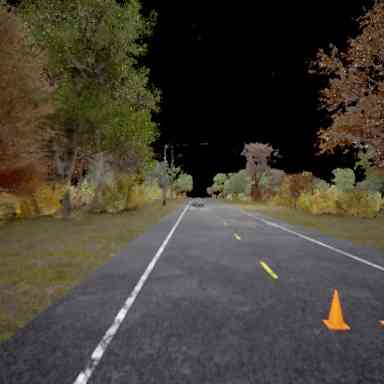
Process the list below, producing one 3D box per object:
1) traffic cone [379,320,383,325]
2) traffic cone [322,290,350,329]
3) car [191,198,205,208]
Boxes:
[{"bbox_3d":[3.471,1.996,5.706,0.340,0.580,0.340,1,0,1],"label":"traffic cone"},{"bbox_3d":[2.472,1.987,5.717,0.340,0.580,0.340,1,0,1],"label":"traffic cone"},{"bbox_3d":[0.963,1.651,51.650,1.837,1.490,4.892,1,0,1],"label":"car"}]
